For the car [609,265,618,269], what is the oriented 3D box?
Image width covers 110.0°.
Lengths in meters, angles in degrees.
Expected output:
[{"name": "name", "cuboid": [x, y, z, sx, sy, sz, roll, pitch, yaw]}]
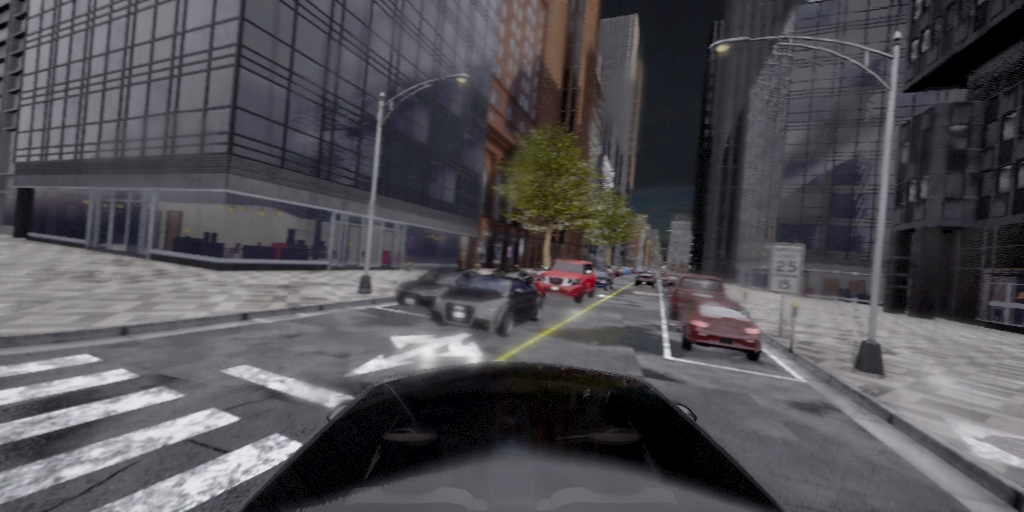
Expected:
[{"name": "car", "cuboid": [14.622, 2.559, 54.894, 1.888, 1.381, 4.507, 0, 0, 22]}]

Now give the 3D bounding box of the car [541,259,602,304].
[{"name": "car", "cuboid": [3.040, 1.216, 18.898, 2.150, 2.045, 5.566, 5, 0, 22]}]

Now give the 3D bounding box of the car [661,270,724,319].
[{"name": "car", "cuboid": [7.621, 1.712, 15.122, 2.192, 1.841, 5.009, 0, 0, 22]}]

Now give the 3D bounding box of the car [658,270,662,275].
[{"name": "car", "cuboid": [18.237, 2.633, 41.223, 2.192, 1.841, 5.009, 0, 0, 22]}]

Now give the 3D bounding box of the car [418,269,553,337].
[{"name": "car", "cuboid": [-0.497, 1.262, 10.284, 1.994, 1.385, 4.181, 5, 0, 22]}]

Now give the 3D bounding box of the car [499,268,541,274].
[{"name": "car", "cuboid": [-0.241, 1.281, 18.347, 1.948, 1.339, 4.313, 0, 0, 22]}]

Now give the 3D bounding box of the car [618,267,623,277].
[{"name": "car", "cuboid": [16.745, 2.518, 60.115, 2.192, 1.841, 5.009, 0, 0, 22]}]

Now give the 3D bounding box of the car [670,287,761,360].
[{"name": "car", "cuboid": [5.497, 1.800, 9.901, 1.802, 1.307, 4.207, 0, 0, 22]}]

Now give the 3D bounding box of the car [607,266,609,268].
[{"name": "car", "cuboid": [10.376, 2.202, 44.452, 1.948, 1.339, 4.313, 0, 0, 22]}]

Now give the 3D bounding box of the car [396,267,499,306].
[{"name": "car", "cuboid": [-2.365, 1.102, 13.125, 1.948, 1.339, 4.313, 0, 0, 22]}]

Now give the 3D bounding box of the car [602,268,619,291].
[{"name": "car", "cuboid": [6.928, 1.877, 28.502, 2.033, 1.411, 5.357, 5, 0, 22]}]

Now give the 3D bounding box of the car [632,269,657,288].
[{"name": "car", "cuboid": [13.648, 2.420, 36.704, 1.837, 1.490, 4.892, 5, 0, 22]}]
